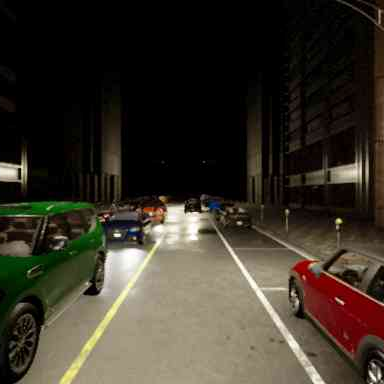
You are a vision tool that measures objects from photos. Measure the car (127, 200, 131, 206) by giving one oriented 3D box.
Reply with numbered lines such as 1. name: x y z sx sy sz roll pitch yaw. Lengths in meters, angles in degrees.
1. car: -5.761 1.589 27.151 2.008 1.369 4.403 0 0 0

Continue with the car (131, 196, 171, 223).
1. car: -3.029 1.388 25.512 2.097 1.767 4.553 0 0 0

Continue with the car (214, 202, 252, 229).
1. car: 2.764 1.581 21.560 2.008 1.369 4.403 0 0 0

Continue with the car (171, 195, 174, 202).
1. car: -5.761 1.442 72.027 2.192 1.841 5.009 0 0 0

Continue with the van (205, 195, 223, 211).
1. van: 2.764 1.399 38.387 1.690 1.788 3.998 0 0 0

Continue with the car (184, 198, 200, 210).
1. car: 0.008 1.621 46.759 2.033 1.411 5.357 0 0 0

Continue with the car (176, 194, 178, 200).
1. car: -5.762 1.734 94.464 2.008 1.369 4.403 0 0 0

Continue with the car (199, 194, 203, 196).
1. car: 2.763 1.660 66.432 1.887 1.381 4.507 0 0 0

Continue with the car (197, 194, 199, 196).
1. car: 2.764 1.581 77.651 1.967 1.590 4.097 0 0 0

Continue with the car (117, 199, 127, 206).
1. car: -5.761 1.470 21.542 1.967 1.590 4.097 0 0 0

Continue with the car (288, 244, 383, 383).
1. car: 2.764 1.446 4.733 1.967 1.590 4.097 0 0 0

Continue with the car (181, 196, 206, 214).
1. car: 0.099 1.545 35.933 2.128 1.511 4.902 0 0 0

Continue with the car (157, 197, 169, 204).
1. car: -5.762 1.666 66.417 2.008 1.369 4.403 0 0 0

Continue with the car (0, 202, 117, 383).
1. car: -3.072 1.229 5.762 2.150 2.045 5.566 0 0 0

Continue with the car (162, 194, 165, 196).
1. car: -5.761 1.394 49.588 2.192 1.841 5.009 0 0 0

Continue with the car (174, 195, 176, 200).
1. car: -5.762 1.720 83.245 1.947 1.339 4.313 0 0 0

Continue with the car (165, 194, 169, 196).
1. car: -5.761 1.543 60.808 1.967 1.590 4.097 0 0 0

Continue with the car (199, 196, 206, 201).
1. car: 2.763 1.735 88.868 1.947 1.339 4.313 0 0 0

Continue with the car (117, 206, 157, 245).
1. car: -3.031 1.585 15.633 1.994 1.385 4.181 0 0 1

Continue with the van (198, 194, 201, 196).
1. van: 2.764 1.469 72.042 1.690 1.788 3.998 0 0 0

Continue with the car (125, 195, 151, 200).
1. car: -5.761 1.363 32.761 2.192 1.841 5.009 0 0 0

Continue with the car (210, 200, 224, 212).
1. car: 2.764 1.605 27.169 1.947 1.339 4.313 0 0 0

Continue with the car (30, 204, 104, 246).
1. car: -5.761 1.462 15.932 1.967 1.590 4.097 0 0 0
